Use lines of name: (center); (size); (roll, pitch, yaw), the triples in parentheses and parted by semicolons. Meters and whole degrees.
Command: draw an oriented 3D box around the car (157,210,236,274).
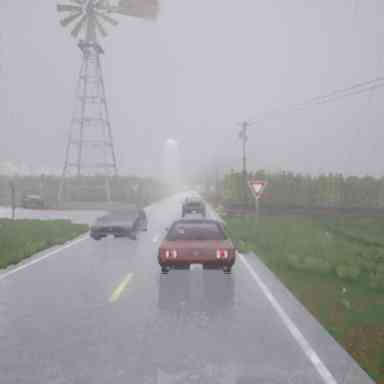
car: (0.113, 1.465, 10.087); (1.895, 1.301, 4.718); (0, 1, 0)

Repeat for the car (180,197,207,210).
car: (0.138, 1.146, 26.892); (1.837, 1.490, 4.892); (0, 1, 0)

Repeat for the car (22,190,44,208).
car: (-17.176, 0.738, 35.853); (1.905, 1.878, 3.866); (0, 1, -31)

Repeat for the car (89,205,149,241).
car: (-3.194, 1.336, 15.735); (2.033, 1.411, 5.357); (0, 1, 0)
